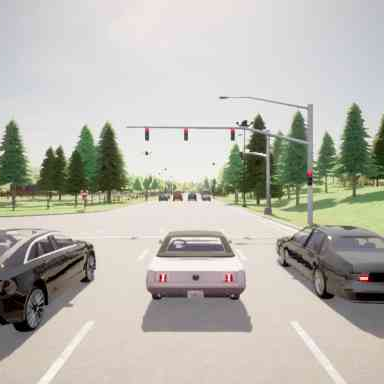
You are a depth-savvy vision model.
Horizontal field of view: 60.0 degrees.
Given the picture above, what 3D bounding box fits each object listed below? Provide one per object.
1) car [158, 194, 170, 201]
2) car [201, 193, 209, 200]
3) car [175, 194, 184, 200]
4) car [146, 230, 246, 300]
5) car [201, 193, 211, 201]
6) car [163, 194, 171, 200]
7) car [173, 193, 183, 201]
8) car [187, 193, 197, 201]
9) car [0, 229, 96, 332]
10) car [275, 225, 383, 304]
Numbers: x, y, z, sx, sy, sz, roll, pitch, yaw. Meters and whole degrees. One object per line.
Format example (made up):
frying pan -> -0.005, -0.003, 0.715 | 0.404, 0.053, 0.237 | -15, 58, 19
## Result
car -> -6.942, 1.347, 81.006 | 2.097, 1.767, 4.553 | 0, 0, 0
car -> 3.566, 1.187, 91.002 | 2.097, 1.767, 4.553 | 0, 0, 0
car -> -3.434, 1.357, 91.037 | 2.128, 1.511, 4.902 | 0, 0, 0
car -> 0.085, 1.601, 8.343 | 1.895, 1.301, 4.718 | 0, 0, 0
car -> 3.558, 1.517, 80.612 | 2.128, 1.511, 4.902 | 0, 0, 0
car -> -6.934, 1.332, 91.039 | 1.837, 1.490, 4.892 | 0, 0, 0
car -> -3.442, 1.217, 80.647 | 2.150, 2.045, 5.566 | 0, 0, 0
car -> 0.058, 1.217, 80.644 | 2.150, 2.045, 5.566 | 0, 0, 0
car -> -3.425, 1.492, 6.805 | 2.128, 1.511, 4.902 | 0, 0, 0
car -> 3.586, 1.547, 8.369 | 2.033, 1.411, 5.357 | 0, 0, 0
